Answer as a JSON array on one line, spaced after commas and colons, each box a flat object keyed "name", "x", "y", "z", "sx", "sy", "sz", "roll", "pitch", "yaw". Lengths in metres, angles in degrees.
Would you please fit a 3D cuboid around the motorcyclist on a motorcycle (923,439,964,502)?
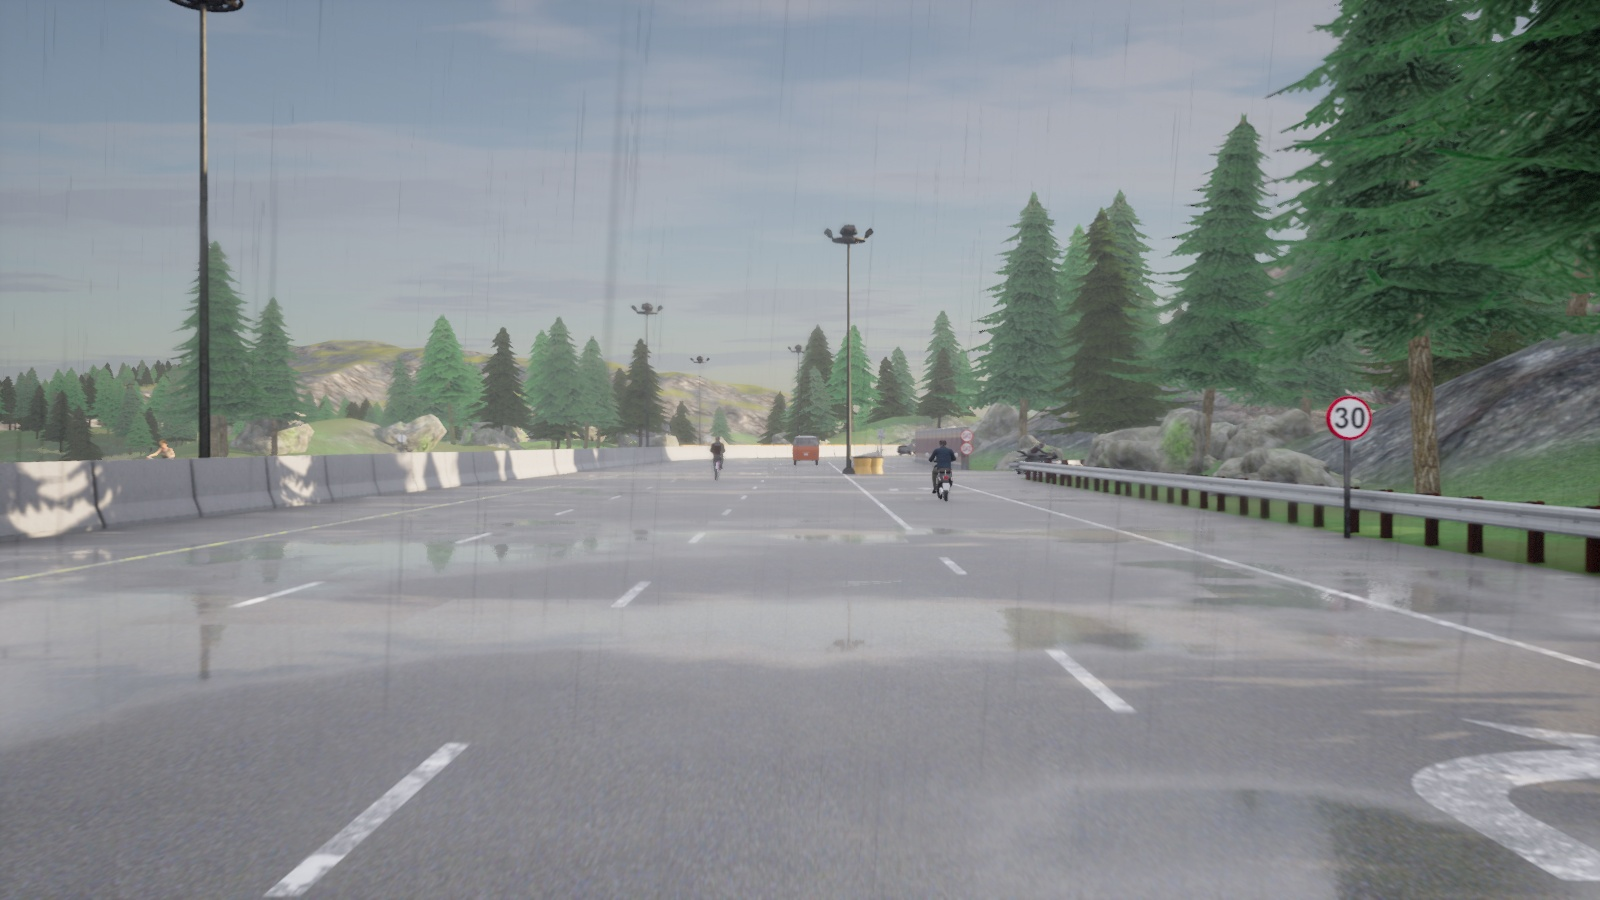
[{"name": "motorcyclist on a motorcycle", "x": 3.704, "y": 0.519, "z": 32.598, "sx": 0.866, "sy": 1.590, "sz": 1.817, "roll": 0, "pitch": 0, "yaw": 0}]

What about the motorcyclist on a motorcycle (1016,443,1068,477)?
[{"name": "motorcyclist on a motorcycle", "x": 11.254, "y": 0.458, "z": 58.462, "sx": 2.191, "sy": 1.530, "sz": 0.866, "roll": 0, "pitch": 1, "yaw": -4}]

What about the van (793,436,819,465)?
[{"name": "van", "x": 0.399, "y": 0.011, "z": 86.535, "sx": 1.775, "sy": 1.987, "sz": 4.442, "roll": 0, "pitch": 0, "yaw": 0}]
